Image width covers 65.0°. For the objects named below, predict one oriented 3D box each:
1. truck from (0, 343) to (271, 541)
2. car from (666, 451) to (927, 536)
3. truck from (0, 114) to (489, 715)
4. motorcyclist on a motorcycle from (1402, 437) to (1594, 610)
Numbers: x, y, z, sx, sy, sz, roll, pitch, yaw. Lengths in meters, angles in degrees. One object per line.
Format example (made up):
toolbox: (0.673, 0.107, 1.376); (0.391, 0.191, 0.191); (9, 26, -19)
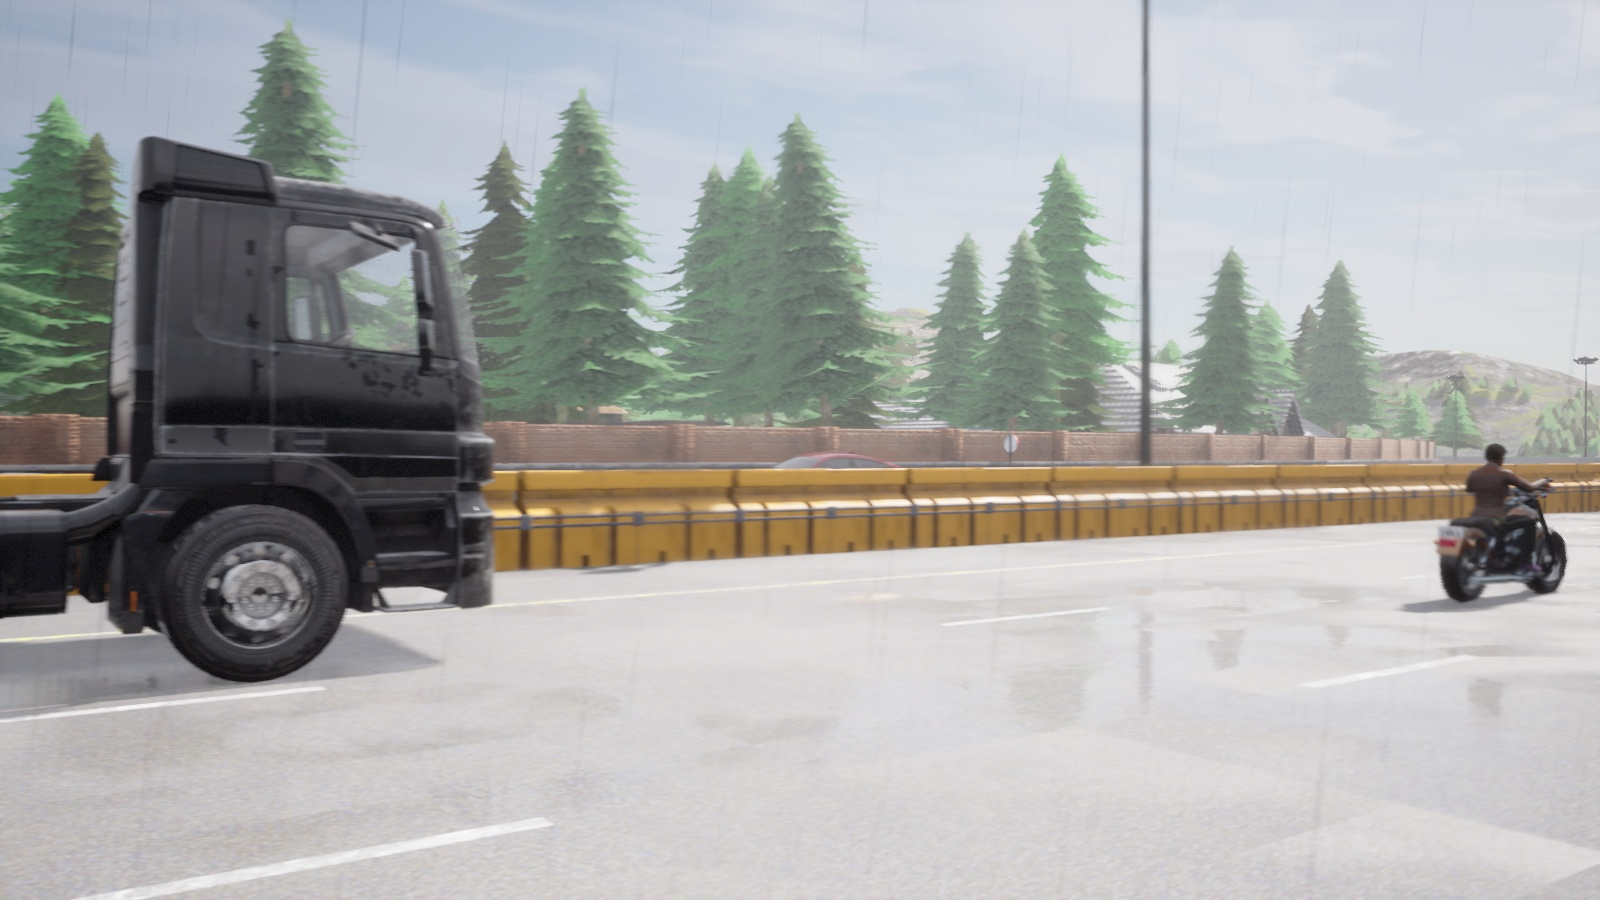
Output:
truck: (-14.435, -0.131, 23.476); (7.936, 3.462, 2.891); (0, 0, -35)
car: (0.004, 0.793, 24.973); (5.008, 1.535, 1.882); (0, 0, -35)
truck: (-6.290, -0.197, 7.825); (7.936, 3.462, 2.891); (0, 0, -35)
motorcyclist on a motorcycle: (7.221, 0.713, 12.944); (2.350, 1.649, 0.766); (1, -1, -35)
